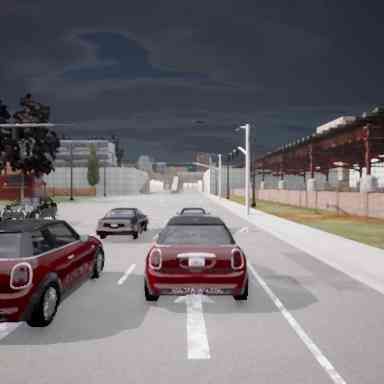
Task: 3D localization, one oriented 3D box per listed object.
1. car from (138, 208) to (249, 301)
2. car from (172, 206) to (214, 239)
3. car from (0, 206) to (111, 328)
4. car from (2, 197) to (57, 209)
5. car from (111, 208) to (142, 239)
[{"bbox_3d":[0.081,1.349,8.475,2.097,1.767,4.553,0,0,0],"label":"car"},{"bbox_3d":[0.060,1.532,17.998,1.994,1.385,4.181,0,0,0],"label":"car"},{"bbox_3d":[-3.414,1.353,7.173,2.097,1.767,4.553,0,0,0],"label":"car"},{"bbox_3d":[-10.549,1.019,21.814,2.097,1.767,4.553,0,0,0],"label":"car"},{"bbox_3d":[-3.438,1.515,17.216,2.033,1.411,5.357,0,0,0],"label":"car"}]
